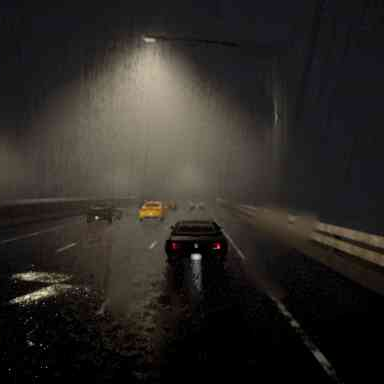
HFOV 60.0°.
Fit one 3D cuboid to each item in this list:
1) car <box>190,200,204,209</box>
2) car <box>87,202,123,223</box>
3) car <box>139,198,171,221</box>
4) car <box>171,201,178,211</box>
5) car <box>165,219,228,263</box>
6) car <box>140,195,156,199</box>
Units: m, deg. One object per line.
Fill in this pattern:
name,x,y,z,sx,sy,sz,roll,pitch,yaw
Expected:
car,0.775,1.774,47.959,1.895,1.301,4.718,0,0,2
car,-6.693,1.583,25.937,1.837,1.490,4.892,0,0,1
car,-3.157,1.565,28.153,1.882,1.535,5.008,0,0,1
car,-2.856,1.748,42.702,1.895,1.301,4.718,0,0,1
car,0.147,1.638,12.103,1.895,1.301,4.718,0,0,0
car,-6.219,1.394,48.007,2.150,2.045,5.566,0,0,2
